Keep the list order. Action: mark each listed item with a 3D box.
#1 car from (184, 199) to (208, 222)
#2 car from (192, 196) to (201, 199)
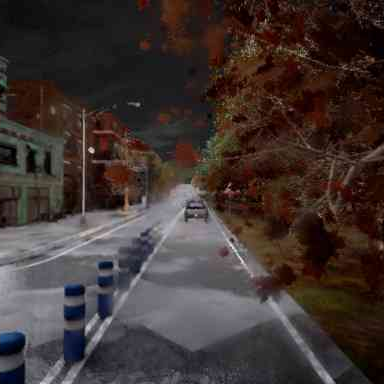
[{"bbox_3d":[0.360,1.576,27.701,2.128,1.511,4.902,0,0,1],"label":"car"},{"bbox_3d":[0.744,1.456,52.613,2.097,1.767,4.553,0,0,1],"label":"car"}]
